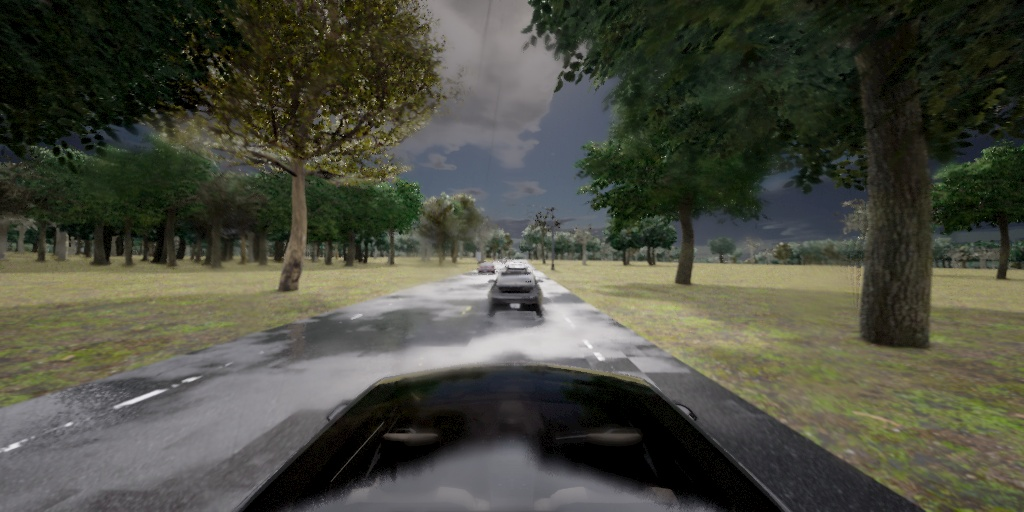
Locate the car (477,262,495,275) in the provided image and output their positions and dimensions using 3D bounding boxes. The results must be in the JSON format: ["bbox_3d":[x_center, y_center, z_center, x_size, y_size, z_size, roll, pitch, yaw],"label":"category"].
[{"bbox_3d":[-2.987,1.484,43.096,1.812,1.442,4.674,0,0,2],"label":"car"}]

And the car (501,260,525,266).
[{"bbox_3d":[0.425,1.385,31.494,2.128,1.511,4.902,0,0,1],"label":"car"}]

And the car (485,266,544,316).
[{"bbox_3d":[0.146,1.311,13.689,1.837,1.490,4.892,0,0,1],"label":"car"}]
